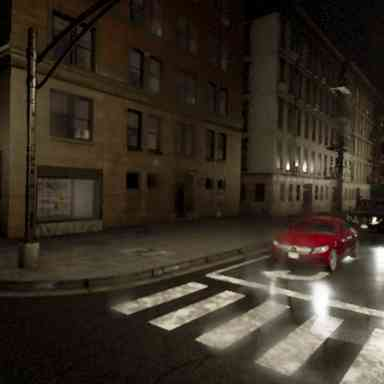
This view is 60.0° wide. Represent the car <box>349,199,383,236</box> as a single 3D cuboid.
[{"bbox_3d":[10.451,1.427,18.934,2.150,2.045,5.566,2,1,39],"label":"car"}]

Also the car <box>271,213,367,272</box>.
[{"bbox_3d":[4.422,1.615,11.485,1.812,1.442,4.674,2,1,39],"label":"car"}]
